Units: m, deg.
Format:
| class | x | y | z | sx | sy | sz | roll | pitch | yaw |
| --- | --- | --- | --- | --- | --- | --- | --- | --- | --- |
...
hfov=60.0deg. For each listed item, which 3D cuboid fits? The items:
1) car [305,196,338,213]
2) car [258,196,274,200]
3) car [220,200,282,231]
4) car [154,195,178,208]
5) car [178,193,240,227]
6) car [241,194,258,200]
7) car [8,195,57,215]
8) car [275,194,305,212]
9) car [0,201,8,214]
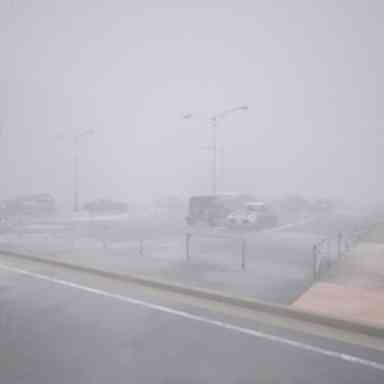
| class | x | y | z | sx | sy | sz | roll | pitch | yaw |
| --- | --- | --- | --- | --- | --- | --- | --- | --- | --- |
| car | 13.332 | 1.374 | 34.097 | 1.784 | 1.438 | 3.905 | 0 | 0 | 34 |
| car | 12.541 | 1.387 | 52.820 | 1.784 | 1.438 | 3.905 | 0 | 0 | 34 |
| car | 3.575 | 1.405 | 19.609 | 1.970 | 1.475 | 3.806 | 0 | 0 | 34 |
| car | -3.088 | 1.427 | 45.150 | 1.970 | 1.475 | 3.806 | 0 | 0 | 34 |
| car | 1.182 | 1.169 | 21.238 | 1.905 | 1.878 | 3.866 | 0 | 0 | 34 |
| car | 10.142 | 1.421 | 54.440 | 1.970 | 1.475 | 3.806 | 0 | 0 | 34 |
| car | -15.104 | 1.191 | 32.187 | 1.905 | 1.878 | 3.866 | 0 | 0 | 34 |
| car | 10.967 | 1.166 | 35.771 | 1.932 | 1.855 | 4.605 | 0 | 0 | 34 |
| car | -17.472 | 1.191 | 33.851 | 1.932 | 1.855 | 4.605 | 0 | 0 | 34 |
